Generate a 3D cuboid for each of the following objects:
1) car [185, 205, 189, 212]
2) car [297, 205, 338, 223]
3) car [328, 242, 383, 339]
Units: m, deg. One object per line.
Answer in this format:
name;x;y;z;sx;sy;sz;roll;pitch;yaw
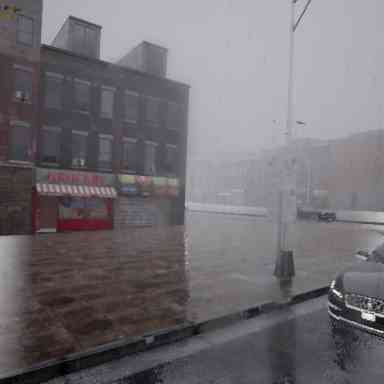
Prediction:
car;-2.320;1.775;40.405;1.895;1.301;4.718;3;-2;-35
car;8.458;1.655;25.249;1.895;1.301;4.718;3;-2;-35
car;4.479;1.502;6.112;4.892;1.490;1.837;0;0;-35
